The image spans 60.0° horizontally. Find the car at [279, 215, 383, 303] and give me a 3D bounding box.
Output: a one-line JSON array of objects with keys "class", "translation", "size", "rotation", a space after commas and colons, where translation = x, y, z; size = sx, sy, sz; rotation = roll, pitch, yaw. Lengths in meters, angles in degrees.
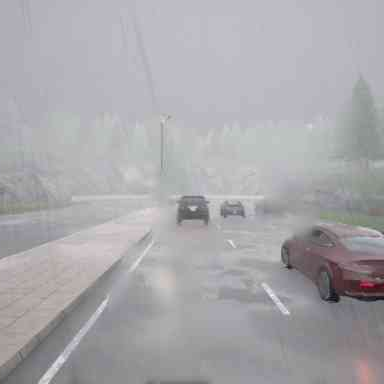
[{"class": "car", "translation": [3.599, 1.526, 8.088], "size": [1.812, 1.442, 4.674], "rotation": [0, 0, 0]}]

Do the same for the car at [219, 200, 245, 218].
[{"class": "car", "translation": [3.592, 1.493, 30.138], "size": [2.128, 1.511, 4.902], "rotation": [0, 0, 0]}]

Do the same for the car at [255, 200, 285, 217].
[{"class": "car", "translation": [7.093, 1.493, 30.641], "size": [2.128, 1.511, 4.902], "rotation": [0, 0, 0]}]

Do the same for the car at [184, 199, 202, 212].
[{"class": "car", "translation": [0.080, 1.547, 39.973], "size": [2.033, 1.411, 5.357], "rotation": [0, 0, 0]}]

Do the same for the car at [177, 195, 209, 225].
[{"class": "car", "translation": [0.079, 1.224, 24.382], "size": [2.150, 2.045, 5.566], "rotation": [0, 0, 0]}]
